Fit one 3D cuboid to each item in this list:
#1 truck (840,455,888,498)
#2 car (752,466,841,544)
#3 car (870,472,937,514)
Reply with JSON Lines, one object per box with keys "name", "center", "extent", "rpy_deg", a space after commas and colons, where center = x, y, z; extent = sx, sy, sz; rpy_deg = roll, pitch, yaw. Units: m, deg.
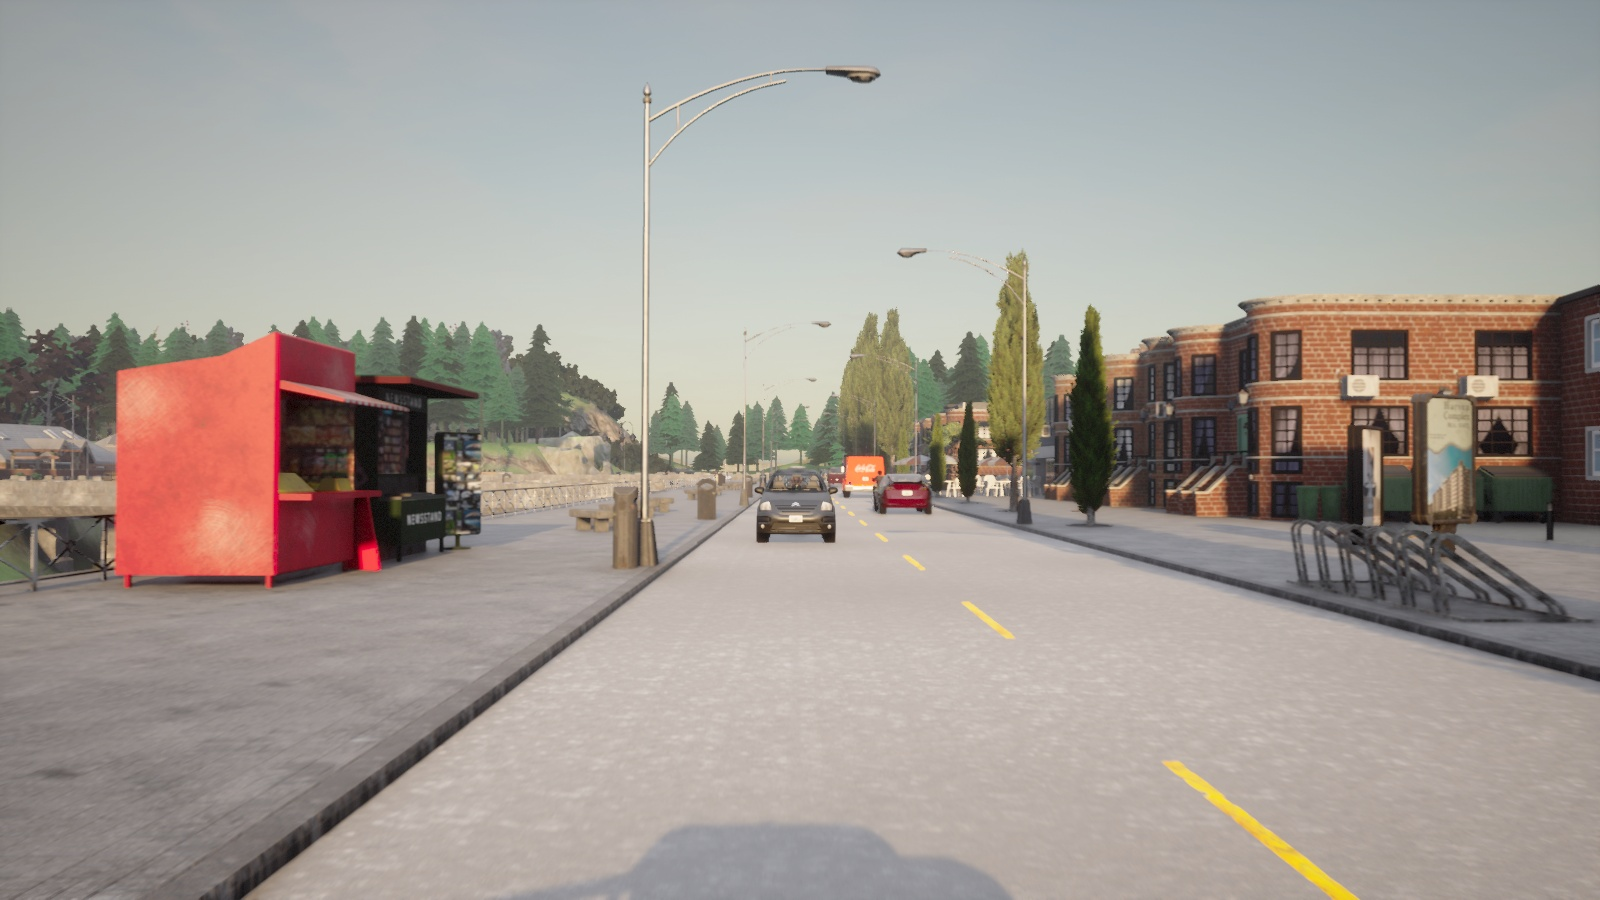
{"name": "truck", "center": [3.801, 1.578, 75.583], "extent": [2.627, 2.467, 5.204], "rpy_deg": [0, -1, 0]}
{"name": "car", "center": [-0.074, 1.188, 28.345], "extent": [1.851, 1.617, 3.988], "rpy_deg": [0, -1, 0]}
{"name": "car", "center": [3.875, 1.600, 47.826], "extent": [2.163, 1.488, 4.792], "rpy_deg": [0, -1, 0]}
